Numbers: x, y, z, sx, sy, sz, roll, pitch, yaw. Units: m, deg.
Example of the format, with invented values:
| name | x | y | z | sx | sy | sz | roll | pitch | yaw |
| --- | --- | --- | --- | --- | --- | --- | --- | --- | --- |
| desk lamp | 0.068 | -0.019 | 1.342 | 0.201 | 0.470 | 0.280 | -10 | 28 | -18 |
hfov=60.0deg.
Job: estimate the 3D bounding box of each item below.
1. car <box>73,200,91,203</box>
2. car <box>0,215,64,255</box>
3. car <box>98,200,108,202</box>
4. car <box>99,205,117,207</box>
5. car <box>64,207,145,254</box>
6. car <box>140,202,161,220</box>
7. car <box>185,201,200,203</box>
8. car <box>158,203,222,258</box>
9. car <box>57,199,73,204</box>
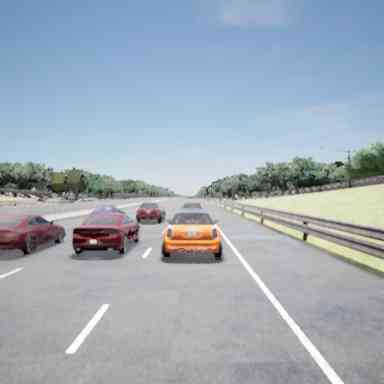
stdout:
| name | x | y | z | sx | sy | sz | roll | pitch | yaw |
| --- | --- | --- | --- | --- | --- | --- | --- | --- | --- |
| car | -20.810 | 2.198 | 64.525 | 1.895 | 1.301 | 4.718 | 0 | -1 | 0 |
| car | -6.975 | 1.663 | 13.888 | 1.812 | 1.442 | 4.674 | 0 | 0 | 1 |
| car | -17.315 | 2.199 | 64.532 | 1.895 | 1.301 | 4.718 | 0 | -1 | 1 |
| car | -6.960 | 1.809 | 27.522 | 2.033 | 1.411 | 5.357 | 0 | 0 | 0 |
| car | -3.471 | 1.618 | 14.238 | 1.882 | 1.535 | 5.008 | 0 | 0 | 1 |
| car | -3.445 | 1.620 | 28.417 | 2.097 | 1.767 | 4.553 | 0 | -1 | 1 |
| car | 0.056 | 1.620 | 28.407 | 2.097 | 1.767 | 4.553 | 0 | -1 | 1 |
| car | 0.021 | 1.484 | 13.440 | 2.097 | 1.767 | 4.553 | 0 | -1 | 1 |
| car | -24.307 | 2.142 | 64.558 | 2.033 | 1.411 | 5.357 | 0 | -1 | 0 |
